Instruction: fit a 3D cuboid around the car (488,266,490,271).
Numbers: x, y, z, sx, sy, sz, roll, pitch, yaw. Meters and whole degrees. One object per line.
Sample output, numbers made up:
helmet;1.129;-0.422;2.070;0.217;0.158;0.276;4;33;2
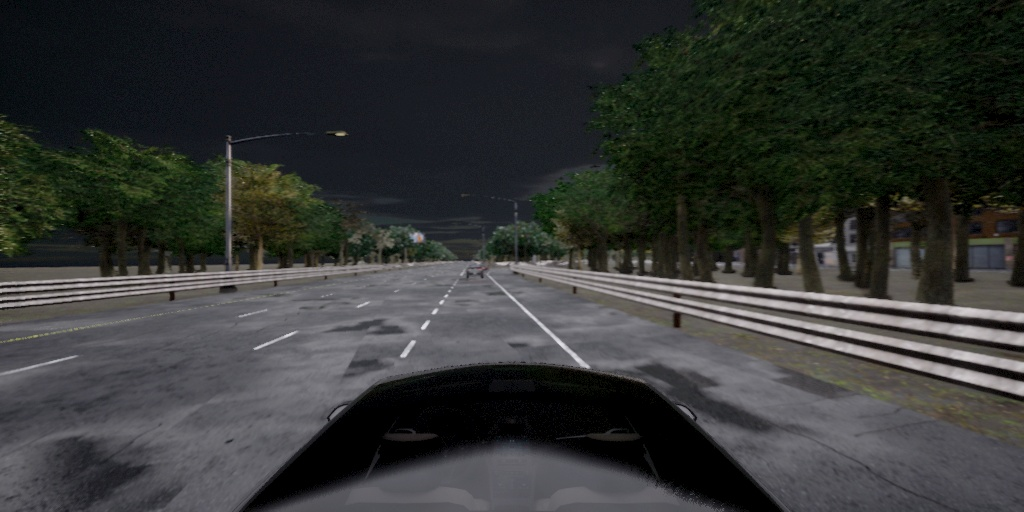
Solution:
car;-4.993;2.034;61.701;1.895;1.301;4.718;-1;-1;4

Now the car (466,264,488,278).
car;-4.248;1.699;41.060;2.128;1.511;4.902;0;-1;-6
